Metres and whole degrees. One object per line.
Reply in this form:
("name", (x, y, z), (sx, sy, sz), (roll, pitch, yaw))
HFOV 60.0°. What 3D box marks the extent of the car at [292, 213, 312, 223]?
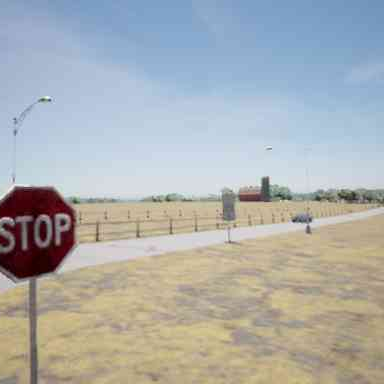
("car", (16.082, 3.766, 48.487), (1.994, 1.385, 4.181), (-2, -3, 35))
